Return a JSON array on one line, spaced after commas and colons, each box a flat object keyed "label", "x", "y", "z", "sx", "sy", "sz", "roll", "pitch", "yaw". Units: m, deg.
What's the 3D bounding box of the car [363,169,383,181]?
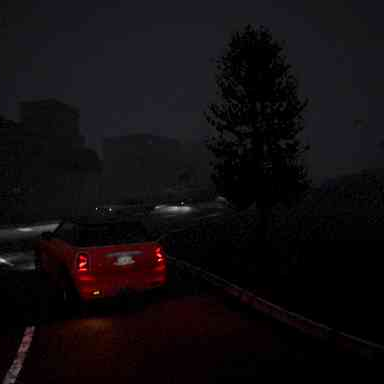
[{"label": "car", "x": 33.054, "y": -3.035, "z": 57.902, "sx": 5.566, "sy": 2.045, "sz": 2.435, "roll": -1, "pitch": 4, "yaw": 15}]

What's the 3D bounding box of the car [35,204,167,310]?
[{"label": "car", "x": -2.469, "y": 1.342, "z": 8.224, "sx": 2.097, "sy": 1.767, "sz": 4.553, "roll": 0, "pitch": 0, "yaw": -33}]

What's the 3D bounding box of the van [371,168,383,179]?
[{"label": "van", "x": 36.537, "y": -3.499, "z": 62.794, "sx": 4.442, "sy": 1.987, "sz": 1.878, "roll": -1, "pitch": 4, "yaw": 15}]

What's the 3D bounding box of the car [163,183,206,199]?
[{"label": "car", "x": -1.145, "y": 0.017, "z": 39.415, "sx": 4.674, "sy": 1.452, "sz": 2.002, "roll": -2, "pitch": 3, "yaw": 14}]

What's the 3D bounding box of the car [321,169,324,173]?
[{"label": "car", "x": 30.175, "y": -4.476, "z": 85.363, "sx": 5.366, "sy": 1.575, "sz": 1.946, "roll": -2, "pitch": 3, "yaw": 15}]

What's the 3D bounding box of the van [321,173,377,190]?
[{"label": "van", "x": 15.655, "y": -0.554, "z": 33.556, "sx": 4.442, "sy": 1.987, "sz": 1.878, "roll": -1, "pitch": 4, "yaw": 16}]

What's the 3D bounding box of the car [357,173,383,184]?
[{"label": "car", "x": 27.878, "y": -2.016, "z": 50.563, "sx": 4.792, "sy": 1.488, "sz": 2.163, "roll": -1, "pitch": 4, "yaw": 16}]

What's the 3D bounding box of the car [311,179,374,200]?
[{"label": "car", "x": 13.786, "y": -0.083, "z": 31.191, "sx": 5.008, "sy": 1.535, "sz": 2.097, "roll": -1, "pitch": 4, "yaw": 16}]

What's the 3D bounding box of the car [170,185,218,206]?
[{"label": "car", "x": 0.567, "y": 0.432, "z": 32.848, "sx": 2.033, "sy": 1.411, "sz": 5.357, "roll": 0, "pitch": 5, "yaw": 34}]

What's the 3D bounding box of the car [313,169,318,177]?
[{"label": "car", "x": 27.015, "y": -4.054, "z": 80.509, "sx": 5.008, "sy": 1.535, "sz": 2.097, "roll": -2, "pitch": 4, "yaw": 15}]

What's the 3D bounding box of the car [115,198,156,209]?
[{"label": "car", "x": -4.903, "y": 1.173, "z": 24.826, "sx": 1.895, "sy": 1.301, "sz": 4.718, "roll": 0, "pitch": 3, "yaw": 35}]

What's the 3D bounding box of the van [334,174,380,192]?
[{"label": "van", "x": 18.951, "y": -1.041, "z": 38.444, "sx": 4.442, "sy": 1.987, "sz": 1.878, "roll": -1, "pitch": 5, "yaw": 16}]

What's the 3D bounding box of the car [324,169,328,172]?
[{"label": "car", "x": 31.986, "y": -4.929, "z": 87.705, "sx": 5.566, "sy": 2.045, "sz": 2.435, "roll": -2, "pitch": 3, "yaw": 15}]

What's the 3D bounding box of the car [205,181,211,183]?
[{"label": "car", "x": 0.533, "y": -0.235, "z": 41.844, "sx": 4.792, "sy": 1.488, "sz": 2.163, "roll": -2, "pitch": 3, "yaw": 14}]

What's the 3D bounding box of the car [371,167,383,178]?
[{"label": "car", "x": 39.849, "y": -3.997, "z": 67.723, "sx": 5.566, "sy": 2.045, "sz": 2.435, "roll": -1, "pitch": 4, "yaw": 15}]

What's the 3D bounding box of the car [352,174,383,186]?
[{"label": "car", "x": 26.111, "y": -1.798, "z": 48.122, "sx": 4.892, "sy": 1.521, "sz": 2.231, "roll": -1, "pitch": 5, "yaw": 16}]

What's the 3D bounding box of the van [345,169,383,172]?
[{"label": "van", "x": 22.701, "y": -1.535, "z": 43.227, "sx": 4.442, "sy": 1.987, "sz": 1.878, "roll": -1, "pitch": 4, "yaw": 16}]

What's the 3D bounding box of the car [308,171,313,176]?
[{"label": "car", "x": 25.361, "y": -3.958, "z": 78.088, "sx": 4.553, "sy": 1.767, "sz": 2.185, "roll": -2, "pitch": 4, "yaw": 15}]

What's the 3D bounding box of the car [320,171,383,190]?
[{"label": "car", "x": 17.273, "y": -0.822, "z": 36.002, "sx": 5.566, "sy": 2.045, "sz": 2.435, "roll": -1, "pitch": 5, "yaw": 16}]

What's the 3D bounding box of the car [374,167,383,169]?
[{"label": "car", "x": 29.611, "y": -2.543, "z": 52.990, "sx": 5.566, "sy": 2.045, "sz": 2.435, "roll": -1, "pitch": 4, "yaw": 15}]

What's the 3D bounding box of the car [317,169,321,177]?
[{"label": "car", "x": 28.674, "y": -4.268, "z": 82.916, "sx": 5.008, "sy": 1.535, "sz": 2.097, "roll": -2, "pitch": 3, "yaw": 15}]

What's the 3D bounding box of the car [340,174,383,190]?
[{"label": "car", "x": 20.801, "y": -1.188, "z": 40.852, "sx": 4.553, "sy": 1.767, "sz": 2.185, "roll": -1, "pitch": 4, "yaw": 16}]
